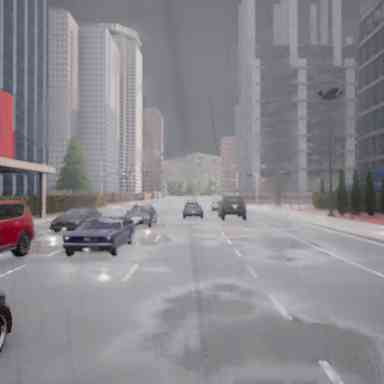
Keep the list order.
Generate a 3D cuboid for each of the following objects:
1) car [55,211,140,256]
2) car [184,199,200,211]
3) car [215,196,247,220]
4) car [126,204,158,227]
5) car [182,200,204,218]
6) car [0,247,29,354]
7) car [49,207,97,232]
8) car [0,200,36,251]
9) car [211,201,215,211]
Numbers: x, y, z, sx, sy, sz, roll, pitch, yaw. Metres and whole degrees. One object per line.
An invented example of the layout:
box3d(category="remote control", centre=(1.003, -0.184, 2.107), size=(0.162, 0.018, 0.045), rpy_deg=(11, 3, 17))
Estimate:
box3d(category="car", centre=(-3.579, 1.684, 13.573), size=(1.895, 1.301, 4.718), rpy_deg=(0, 0, 0))
box3d(category="car", centre=(0.025, 1.771, 45.630), size=(2.128, 1.511, 4.902), rpy_deg=(0, 0, 0))
box3d(category="car", centre=(3.587, 1.404, 30.316), size=(2.150, 2.045, 5.566), rpy_deg=(0, -1, 0))
box3d(category="car", centre=(-3.576, 1.639, 23.991), size=(2.128, 1.511, 4.902), rpy_deg=(0, 0, 0))
box3d(category="car", centre=(0.090, 1.761, 32.032), size=(1.994, 1.385, 4.181), rpy_deg=(0, 0, 0))
box3d(category="car", centre=(-3.583, 1.584, 3.100), size=(1.994, 1.385, 4.181), rpy_deg=(0, 0, 0))
box3d(category="car", centre=(-7.083, 1.677, 21.129), size=(2.033, 1.411, 5.357), rpy_deg=(0, 0, 0))
box3d(category="car", centre=(-7.084, 1.286, 10.470), size=(2.150, 2.045, 5.566), rpy_deg=(0, 0, 1))
box3d(category="car", centre=(3.517, 1.874, 44.529), size=(1.895, 1.301, 4.718), rpy_deg=(0, 0, 0))
